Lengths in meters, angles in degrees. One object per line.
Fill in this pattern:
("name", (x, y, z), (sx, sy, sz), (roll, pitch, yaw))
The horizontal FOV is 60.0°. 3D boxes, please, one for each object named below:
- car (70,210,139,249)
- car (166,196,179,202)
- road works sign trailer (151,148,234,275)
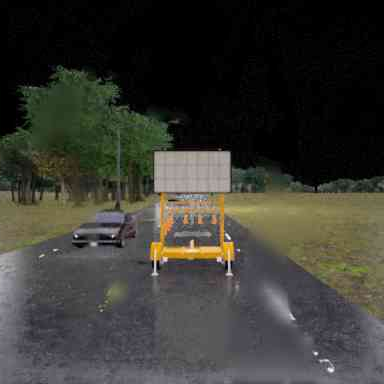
("car", (-3.576, 1.514, 14.769), (2.033, 1.411, 5.357), (0, 0, 0))
("car", (-3.263, 1.378, 56.098), (1.895, 1.301, 4.718), (0, 0, 1))
("road works sign trailer", (0.010, 0.445, 10.314), (2.380, 3.560, 2.880), (0, 0, 0))
